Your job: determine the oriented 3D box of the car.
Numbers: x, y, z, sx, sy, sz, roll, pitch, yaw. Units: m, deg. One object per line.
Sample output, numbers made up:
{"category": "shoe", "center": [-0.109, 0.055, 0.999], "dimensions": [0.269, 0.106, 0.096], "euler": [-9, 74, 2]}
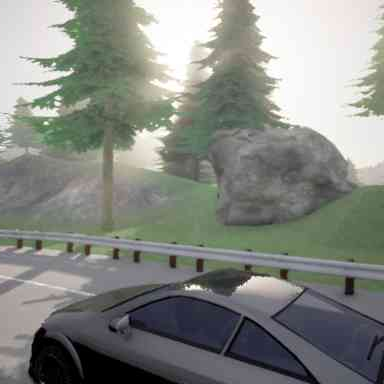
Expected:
{"category": "car", "center": [0.172, 1.562, 3.484], "dimensions": [4.181, 1.385, 1.994], "euler": [0, 0, 35]}
